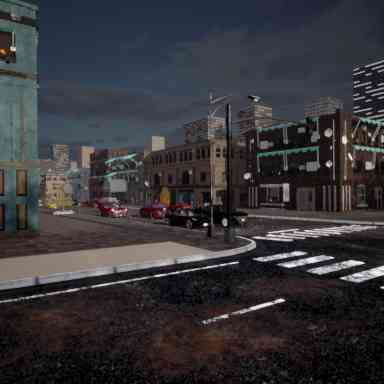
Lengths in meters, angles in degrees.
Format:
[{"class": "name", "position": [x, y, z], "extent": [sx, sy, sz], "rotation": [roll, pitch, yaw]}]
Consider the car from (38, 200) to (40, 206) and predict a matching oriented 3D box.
[{"class": "car", "position": [-30.879, 2.376, 66.733], "extent": [2.008, 1.369, 4.403], "rotation": [-1, 0, -36]}]

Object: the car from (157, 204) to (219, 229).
[{"class": "car", "position": [-0.372, 1.814, 23.854], "extent": [1.947, 1.339, 4.313], "rotation": [-2, 0, -36]}]

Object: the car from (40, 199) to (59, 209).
[{"class": "car", "position": [-24.342, 2.233, 57.588], "extent": [1.752, 1.417, 4.829], "rotation": [-1, 0, -36]}]

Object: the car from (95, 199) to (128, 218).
[{"class": "car", "position": [-8.347, 1.846, 35.213], "extent": [1.967, 1.590, 4.097], "rotation": [-1, 0, -36]}]

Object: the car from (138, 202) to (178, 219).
[{"class": "car", "position": [-3.671, 1.894, 33.137], "extent": [1.994, 1.385, 4.181], "rotation": [-1, 0, -36]}]

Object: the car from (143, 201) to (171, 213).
[{"class": "car", "position": [-4.746, 1.966, 44.591], "extent": [1.802, 1.307, 4.206], "rotation": [-2, 0, -36]}]

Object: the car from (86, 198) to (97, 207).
[{"class": "car", "position": [-17.630, 1.940, 62.602], "extent": [2.192, 1.841, 5.009], "rotation": [-1, 0, -36]}]

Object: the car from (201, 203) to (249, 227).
[{"class": "car", "position": [2.103, 1.694, 25.068], "extent": [1.882, 1.535, 5.008], "rotation": [-1, 0, -36]}]

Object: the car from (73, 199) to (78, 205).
[{"class": "car", "position": [-27.282, 2.364, 76.110], "extent": [1.947, 1.339, 4.313], "rotation": [-1, 0, -36]}]

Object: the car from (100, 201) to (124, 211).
[{"class": "car", "position": [-12.224, 2.076, 50.611], "extent": [1.994, 1.385, 4.181], "rotation": [-1, 0, -36]}]

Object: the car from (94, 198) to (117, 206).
[{"class": "car", "position": [-10.361, 1.937, 42.527], "extent": [1.882, 1.535, 5.008], "rotation": [-1, 0, -35]}]

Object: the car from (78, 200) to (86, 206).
[{"class": "car", "position": [-20.844, 2.227, 67.105], "extent": [1.887, 1.381, 4.507], "rotation": [-1, 0, -36]}]

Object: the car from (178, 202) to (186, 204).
[{"class": "car", "position": [-1.528, 1.904, 40.089], "extent": [1.802, 1.307, 4.206], "rotation": [-2, 0, -36]}]
